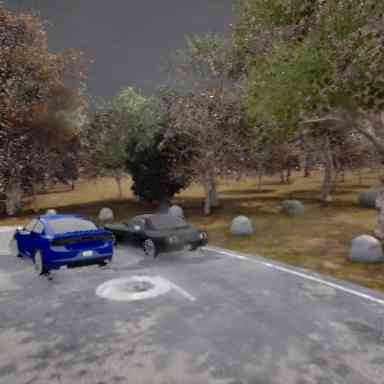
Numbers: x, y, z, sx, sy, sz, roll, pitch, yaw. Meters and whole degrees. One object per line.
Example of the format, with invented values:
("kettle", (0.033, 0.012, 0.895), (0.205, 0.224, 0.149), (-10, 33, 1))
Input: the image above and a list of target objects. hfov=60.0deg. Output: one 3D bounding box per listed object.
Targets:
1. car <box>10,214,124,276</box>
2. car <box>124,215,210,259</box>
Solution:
("car", (-4.272, 1.448, 10.583), (1.882, 1.535, 5.008), (-1, 1, -39))
("car", (-1.532, 1.496, 12.405), (1.895, 1.301, 4.718), (-2, 1, -39))
